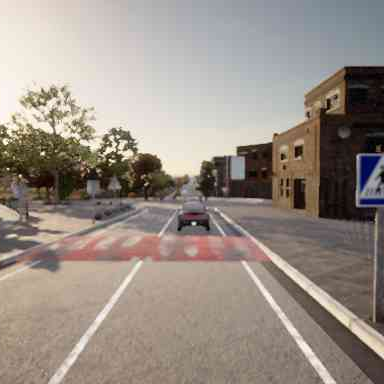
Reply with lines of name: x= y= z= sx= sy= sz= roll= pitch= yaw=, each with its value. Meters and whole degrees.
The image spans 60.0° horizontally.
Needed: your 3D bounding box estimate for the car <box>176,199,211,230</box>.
car: x=0.104 y=1.414 z=20.370 sx=1.837 sy=1.490 sz=4.892 roll=0 pitch=1 yaw=0
